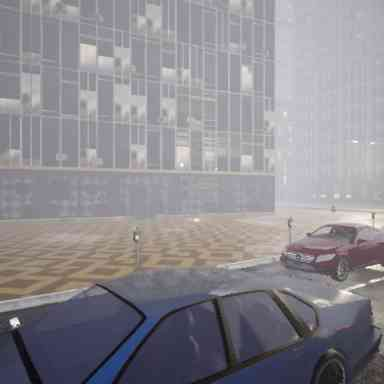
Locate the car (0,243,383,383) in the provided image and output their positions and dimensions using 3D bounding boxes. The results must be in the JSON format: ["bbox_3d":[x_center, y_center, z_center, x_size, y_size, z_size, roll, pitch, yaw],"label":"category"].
[{"bbox_3d":[-0.248,1.547,3.199,5.357,1.411,2.033,0,0,-36],"label":"car"}]

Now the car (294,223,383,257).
[{"bbox_3d":[4.403,1.579,9.712,4.206,1.307,1.802,0,0,-36],"label":"car"}]
